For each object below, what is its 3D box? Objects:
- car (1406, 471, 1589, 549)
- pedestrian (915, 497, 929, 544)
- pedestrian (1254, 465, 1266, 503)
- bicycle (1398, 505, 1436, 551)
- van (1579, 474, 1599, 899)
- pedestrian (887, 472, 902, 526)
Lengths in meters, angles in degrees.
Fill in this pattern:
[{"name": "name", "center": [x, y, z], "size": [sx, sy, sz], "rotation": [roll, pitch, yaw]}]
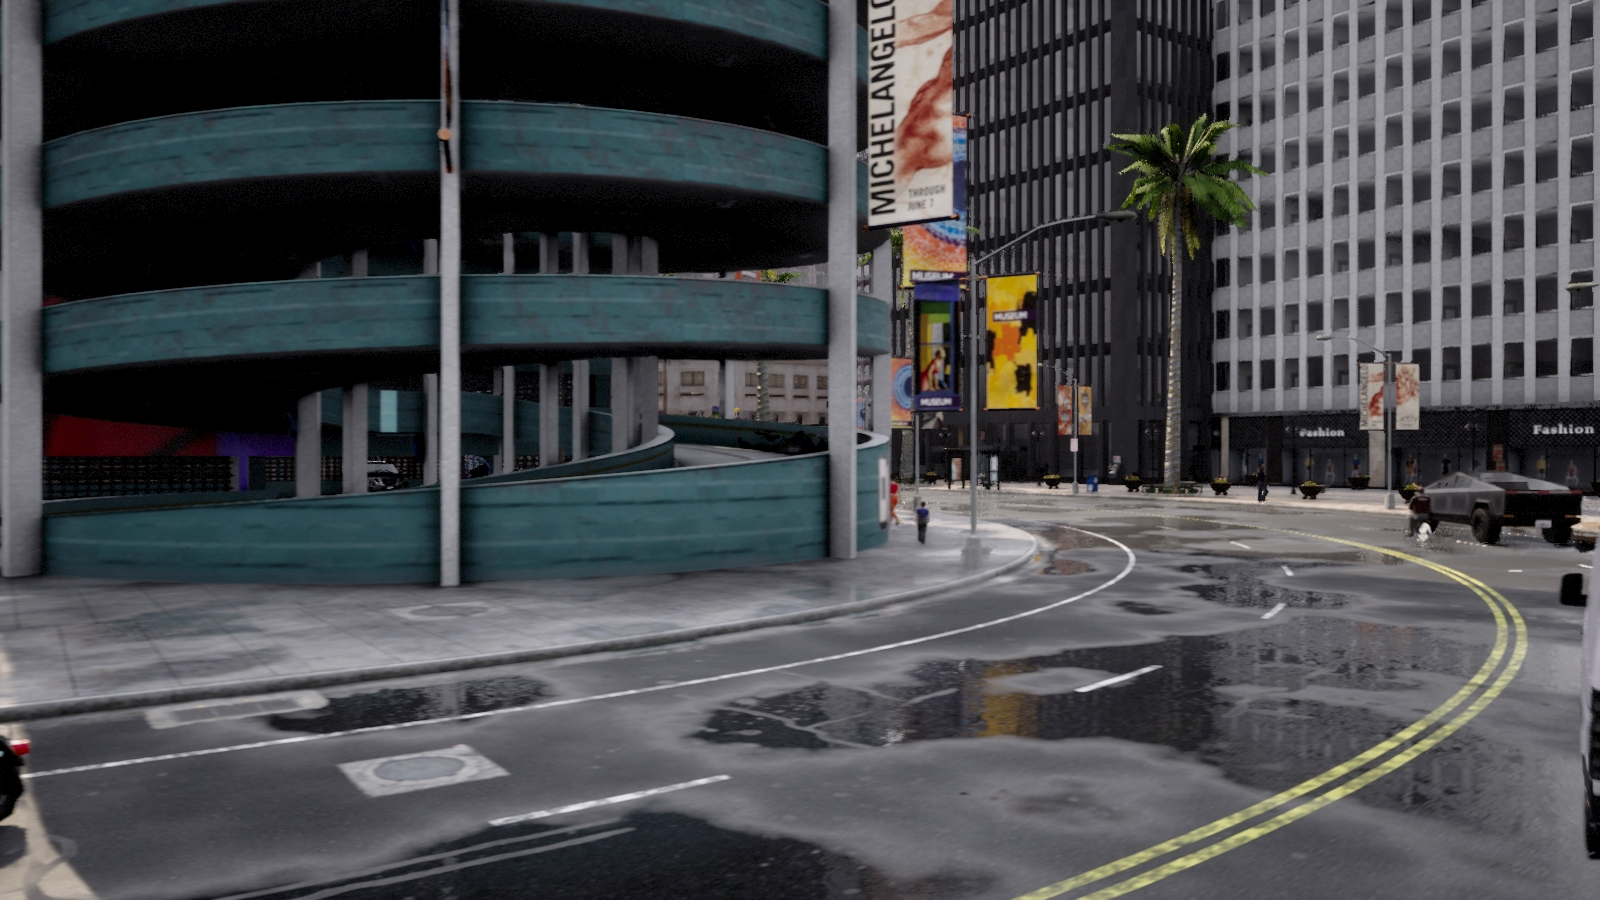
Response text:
[{"name": "car", "center": [21.501, 1.754, 35.655], "size": [2.390, 2.098, 6.274], "rotation": [0, 0, 6]}, {"name": "pedestrian", "center": [3.439, 1.977, 32.152], "size": [0.375, 1.300, 0.375], "rotation": [0, 0, 7]}, {"name": "pedestrian", "center": [22.819, 1.699, 56.652], "size": [0.375, 1.860, 0.375], "rotation": [0, 0, -20]}, {"name": "bicycle", "center": [17.635, 2.211, 32.680], "size": [0.329, 1.171, 1.835], "rotation": [-1, 0, 8]}, {"name": "van", "center": [7.299, 1.535, 8.942], "size": [1.988, 2.561, 5.915], "rotation": [0, 0, 34]}, {"name": "pedestrian", "center": [3.263, 1.697, 39.556], "size": [0.375, 1.860, 0.375], "rotation": [0, 0, -22]}]
